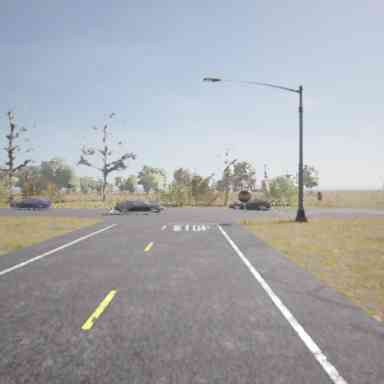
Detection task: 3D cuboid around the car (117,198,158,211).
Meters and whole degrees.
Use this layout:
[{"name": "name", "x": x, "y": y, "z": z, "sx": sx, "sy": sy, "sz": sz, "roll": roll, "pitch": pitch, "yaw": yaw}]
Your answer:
[{"name": "car", "x": -6.468, "y": 1.478, "z": 40.120, "sx": 4.674, "sy": 1.442, "sz": 1.812, "roll": 0, "pitch": 0, "yaw": -1}]

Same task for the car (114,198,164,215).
[{"name": "car", "x": -5.240, "y": 1.458, "z": 33.148, "sx": 4.902, "sy": 1.511, "sz": 2.128, "roll": 0, "pitch": 0, "yaw": -1}]

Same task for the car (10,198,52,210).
[{"name": "car", "x": -19.179, "y": 1.410, "z": 39.755, "sx": 4.674, "sy": 1.442, "sz": 1.812, "roll": 0, "pitch": 0, "yaw": -2}]

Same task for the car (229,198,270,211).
[{"name": "car", "x": 6.957, "y": 1.512, "z": 40.455, "sx": 5.008, "sy": 1.535, "sz": 1.882, "roll": 0, "pitch": 0, "yaw": -2}]
